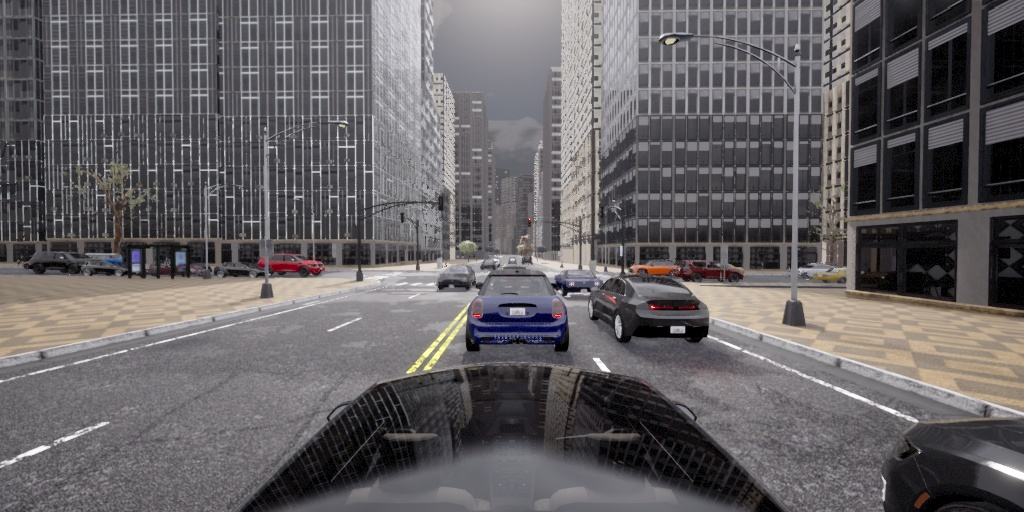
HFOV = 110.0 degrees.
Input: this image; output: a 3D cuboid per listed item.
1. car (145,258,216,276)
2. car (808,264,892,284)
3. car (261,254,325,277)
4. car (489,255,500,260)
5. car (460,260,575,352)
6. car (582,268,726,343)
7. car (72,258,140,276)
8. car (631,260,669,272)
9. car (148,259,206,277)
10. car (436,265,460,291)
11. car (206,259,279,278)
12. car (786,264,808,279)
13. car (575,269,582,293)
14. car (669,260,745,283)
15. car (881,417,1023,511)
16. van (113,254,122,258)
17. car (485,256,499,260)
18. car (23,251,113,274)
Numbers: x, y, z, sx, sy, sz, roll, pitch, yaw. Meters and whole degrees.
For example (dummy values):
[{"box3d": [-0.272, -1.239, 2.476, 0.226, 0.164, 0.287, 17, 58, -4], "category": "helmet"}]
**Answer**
[{"box3d": [-30.591, 0.995, 33.158, 4.892, 1.490, 1.837, 1, 1, 1], "category": "car"}, {"box3d": [27.686, 1.577, 29.474, 4.829, 1.417, 1.751, 0, 0, 1], "category": "car"}, {"box3d": [-20.232, 0.806, 32.928, 5.566, 2.045, 2.150, 0, 1, 1], "category": "car"}, {"box3d": [-3.235, 0.921, 60.573, 2.150, 2.045, 5.566, 0, 0, 0], "category": "car"}, {"box3d": [0.111, 1.098, 9.091, 2.097, 1.767, 4.553, 0, 0, 0], "category": "car"}, {"box3d": [3.362, 1.250, 9.697, 1.837, 1.490, 4.892, 0, 0, 0], "category": "car"}, {"box3d": [-34.050, 1.067, 30.604, 4.313, 1.339, 1.948, 0, 0, 1], "category": "car"}, {"box3d": [13.953, 1.191, 35.469, 4.553, 1.767, 2.097, 1, 1, 0], "category": "car"}, {"box3d": [-28.370, 1.136, 30.422, 4.207, 1.307, 1.802, 0, 0, 1], "category": "car"}, {"box3d": [-3.324, 1.282, 22.277, 2.033, 1.411, 5.357, 0, 0, 0], "category": "car"}, {"box3d": [-22.686, 1.172, 30.279, 4.313, 1.339, 1.948, 0, 0, 1], "category": "car"}, {"box3d": [29.621, 1.501, 35.211, 4.674, 1.442, 1.812, 0, 1, 1], "category": "car"}, {"box3d": [3.378, 1.340, 19.007, 1.895, 1.301, 4.718, 0, 0, 0], "category": "car"}, {"box3d": [16.238, 1.267, 29.689, 5.009, 1.841, 2.192, 0, 0, 1], "category": "car"}, {"box3d": [3.344, 1.255, 0.298, 1.837, 1.490, 4.892, 0, 0, 0], "category": "car"}, {"box3d": [-45.228, 0.602, 39.283, 3.998, 1.789, 1.690, 0, 0, 1], "category": "van"}, {"box3d": [-3.265, 1.189, 50.625, 1.882, 1.535, 5.008, 0, 0, 0], "category": "car"}, {"box3d": [-41.328, 0.613, 33.402, 5.566, 2.045, 2.150, 1, 1, 2], "category": "car"}]
